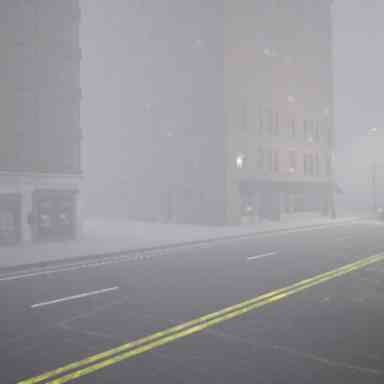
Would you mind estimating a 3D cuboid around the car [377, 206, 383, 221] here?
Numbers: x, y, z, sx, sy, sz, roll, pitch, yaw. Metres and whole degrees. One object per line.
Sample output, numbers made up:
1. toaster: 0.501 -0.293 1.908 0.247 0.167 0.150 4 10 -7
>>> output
1. car: 18.032 1.581 29.132 4.553 1.767 2.097 0 -1 -42
